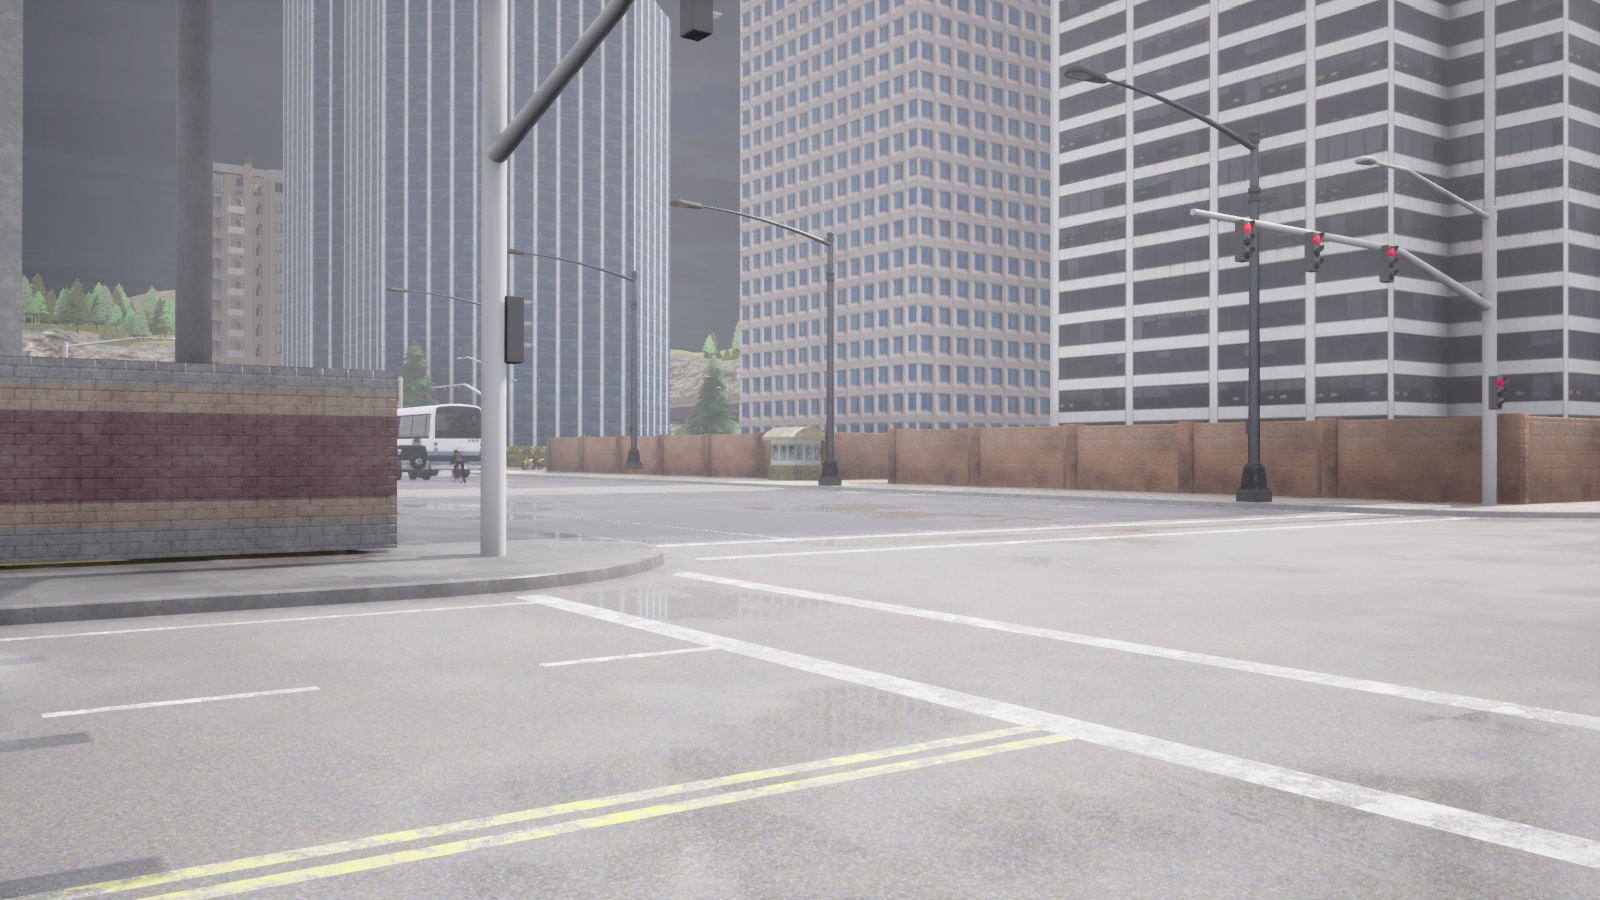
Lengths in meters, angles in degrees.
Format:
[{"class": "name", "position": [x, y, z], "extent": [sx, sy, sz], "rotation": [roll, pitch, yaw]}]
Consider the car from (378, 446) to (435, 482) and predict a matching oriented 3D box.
[{"class": "car", "position": [-21.288, 0.752, 67.864], "extent": [1.905, 1.878, 3.866], "rotation": [0, 0, -35]}]

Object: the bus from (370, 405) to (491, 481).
[{"class": "bus", "position": [-22.406, -0.399, 75.653], "extent": [3.944, 4.253, 10.273], "rotation": [0, 0, -35]}]
